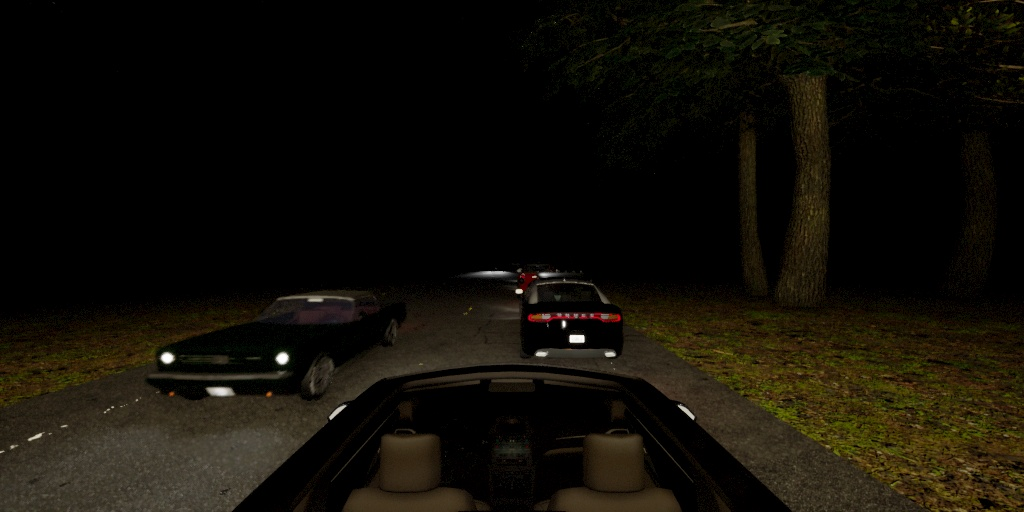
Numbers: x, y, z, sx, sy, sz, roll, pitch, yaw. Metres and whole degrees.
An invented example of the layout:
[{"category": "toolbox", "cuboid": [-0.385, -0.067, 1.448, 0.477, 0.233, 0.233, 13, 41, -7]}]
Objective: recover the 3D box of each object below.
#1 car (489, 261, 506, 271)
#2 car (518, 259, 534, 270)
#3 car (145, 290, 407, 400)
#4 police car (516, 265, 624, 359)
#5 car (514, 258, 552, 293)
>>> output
[{"category": "car", "cuboid": [-1.897, 1.285, 47.610, 1.895, 1.301, 4.718, 0, 0, 4]}, {"category": "car", "cuboid": [2.018, 1.231, 50.941, 2.033, 1.411, 5.357, 0, 0, 4]}, {"category": "car", "cuboid": [-3.539, 1.347, 6.587, 1.895, 1.301, 4.718, 0, 0, 1]}, {"category": "police car", "cuboid": [1.119, 1.170, 8.549, 1.930, 1.638, 5.238, 0, 0, 1]}, {"category": "car", "cuboid": [1.330, 1.084, 18.370, 2.097, 1.767, 4.553, 0, 0, 2]}]
